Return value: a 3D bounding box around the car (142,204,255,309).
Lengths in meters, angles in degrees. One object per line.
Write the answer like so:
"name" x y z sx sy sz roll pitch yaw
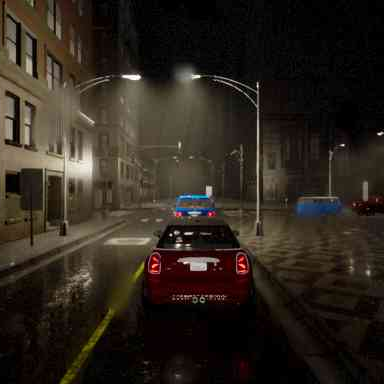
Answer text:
"car" 0.116 1.347 8.030 2.097 1.767 4.553 0 0 0

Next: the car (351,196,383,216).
"car" 17.421 1.323 30.842 5.009 1.841 2.192 0 0 -1

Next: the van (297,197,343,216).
"van" 11.780 1.350 30.766 3.998 1.788 1.690 0 0 -1

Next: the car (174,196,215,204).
"car" 0.132 1.208 17.887 2.150 2.045 5.566 0 0 0
